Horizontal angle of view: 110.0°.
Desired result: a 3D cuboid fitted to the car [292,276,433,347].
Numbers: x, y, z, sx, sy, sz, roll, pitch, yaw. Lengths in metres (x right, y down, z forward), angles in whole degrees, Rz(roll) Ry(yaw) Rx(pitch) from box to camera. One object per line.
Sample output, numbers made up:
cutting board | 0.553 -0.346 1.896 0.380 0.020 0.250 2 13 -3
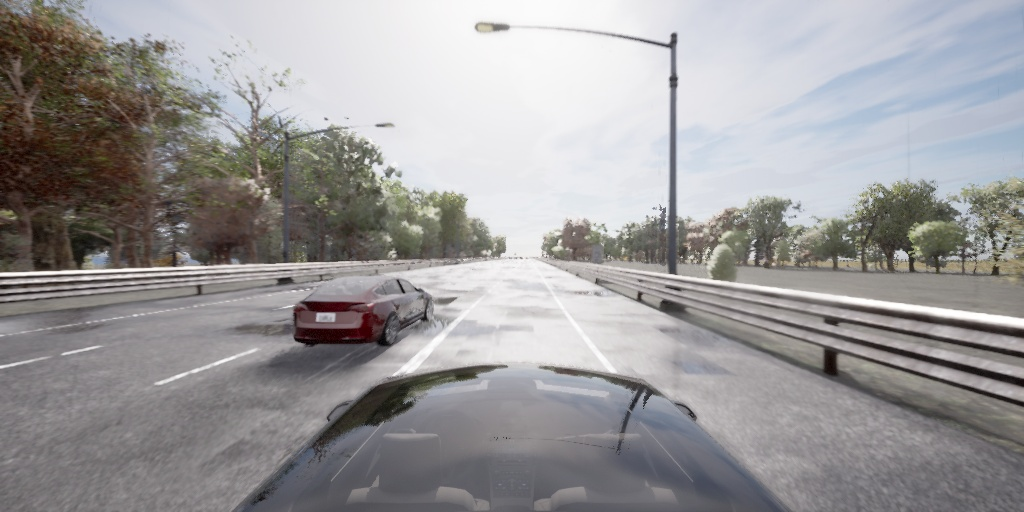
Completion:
car | -3.512 1.234 9.294 2.163 1.488 4.792 0 0 3
